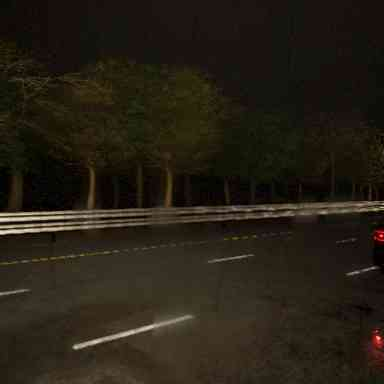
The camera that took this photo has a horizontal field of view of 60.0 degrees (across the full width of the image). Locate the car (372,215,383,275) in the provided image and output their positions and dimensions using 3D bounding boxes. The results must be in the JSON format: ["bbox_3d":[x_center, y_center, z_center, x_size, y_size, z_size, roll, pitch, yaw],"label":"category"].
[{"bbox_3d":[7.047,1.226,8.897,5.566,2.045,2.150,0,0,-35],"label":"car"}]
